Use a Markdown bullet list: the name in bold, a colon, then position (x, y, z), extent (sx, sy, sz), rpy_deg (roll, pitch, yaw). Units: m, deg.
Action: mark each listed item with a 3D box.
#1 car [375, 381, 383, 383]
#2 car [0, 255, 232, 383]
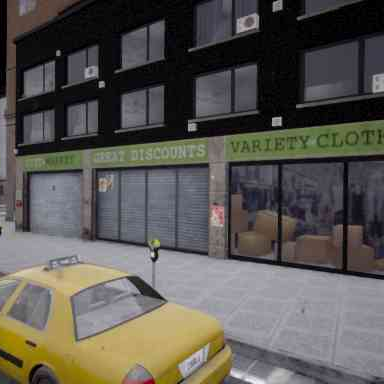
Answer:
- **car**: position (2.829, 1.551, 1.071), extent (4.403, 1.369, 2.008), rpy_deg (0, 1, 36)
- **car**: position (-1.855, 1.524, 4.416), extent (4.829, 1.417, 1.752), rpy_deg (0, 1, 36)
